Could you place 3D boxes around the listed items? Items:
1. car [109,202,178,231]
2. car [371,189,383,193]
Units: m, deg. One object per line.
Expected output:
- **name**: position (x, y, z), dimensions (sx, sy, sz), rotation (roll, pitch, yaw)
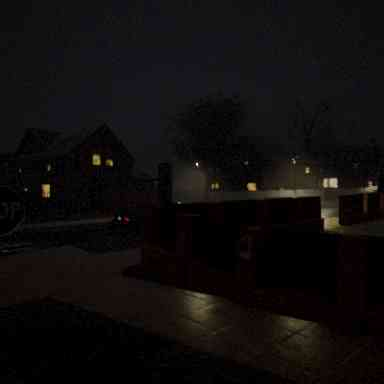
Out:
- **car**: position (-1.451, 1.211, 16.944), dimensions (5.357, 1.411, 2.033), rotation (-2, 2, -41)
- **car**: position (21.269, 0.398, 36.665), dimensions (4.553, 1.767, 2.097), rotation (-2, 2, -40)
